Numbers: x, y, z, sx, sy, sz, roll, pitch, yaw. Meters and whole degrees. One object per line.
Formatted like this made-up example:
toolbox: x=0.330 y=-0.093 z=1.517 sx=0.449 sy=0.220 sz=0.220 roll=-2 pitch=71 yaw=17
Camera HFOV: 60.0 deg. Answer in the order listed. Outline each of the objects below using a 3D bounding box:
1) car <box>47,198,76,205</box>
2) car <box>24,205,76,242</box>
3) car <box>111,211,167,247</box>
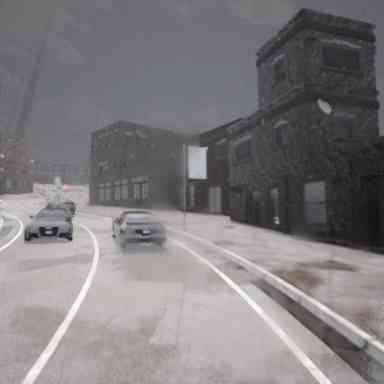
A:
car: x=-13.582 y=1.402 z=34.399 sx=2.128 sy=1.511 sz=4.902 roll=3 pitch=-1 yaw=-38
car: x=-6.763 y=1.519 z=16.071 sx=1.994 sy=1.385 sz=4.181 roll=1 pitch=0 yaw=-20
car: x=-2.546 y=1.573 z=15.174 sx=2.033 sy=1.411 sz=5.357 roll=1 pitch=0 yaw=-18
